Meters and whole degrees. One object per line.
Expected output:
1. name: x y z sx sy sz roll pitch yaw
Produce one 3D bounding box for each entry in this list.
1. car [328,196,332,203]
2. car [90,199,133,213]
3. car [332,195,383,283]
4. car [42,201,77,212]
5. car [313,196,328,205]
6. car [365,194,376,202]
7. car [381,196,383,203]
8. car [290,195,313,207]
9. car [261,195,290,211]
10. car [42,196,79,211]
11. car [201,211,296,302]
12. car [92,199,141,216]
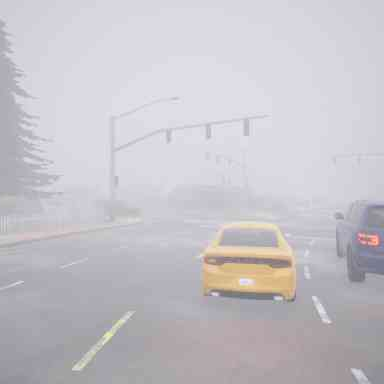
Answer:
1. car: 28.195 1.523 69.170 1.812 1.442 4.674 0 0 32
2. car: -9.289 1.560 38.163 4.892 1.490 1.837 0 0 32
3. car: 5.462 1.221 9.478 2.150 2.045 5.566 0 0 19
4. car: -15.074 1.581 37.643 4.674 1.442 1.812 0 0 32
5. car: 22.792 1.564 60.449 1.994 1.385 4.181 0 0 32
6. car: 42.877 1.354 79.727 2.097 1.767 4.553 0 0 32
7. car: 40.544 1.539 69.224 2.033 1.411 5.357 0 0 32
8. car: 16.428 1.525 50.139 1.812 1.442 4.674 0 0 32
9. car: 9.592 1.512 39.010 2.128 1.511 4.902 0 1 32
10. car: -17.011 1.407 42.979 4.553 1.767 2.097 0 0 32
11. car: 1.498 1.478 8.449 1.882 1.535 5.008 0 0 12
12. car: -7.227 1.560 32.745 4.892 1.490 1.837 0 0 34
